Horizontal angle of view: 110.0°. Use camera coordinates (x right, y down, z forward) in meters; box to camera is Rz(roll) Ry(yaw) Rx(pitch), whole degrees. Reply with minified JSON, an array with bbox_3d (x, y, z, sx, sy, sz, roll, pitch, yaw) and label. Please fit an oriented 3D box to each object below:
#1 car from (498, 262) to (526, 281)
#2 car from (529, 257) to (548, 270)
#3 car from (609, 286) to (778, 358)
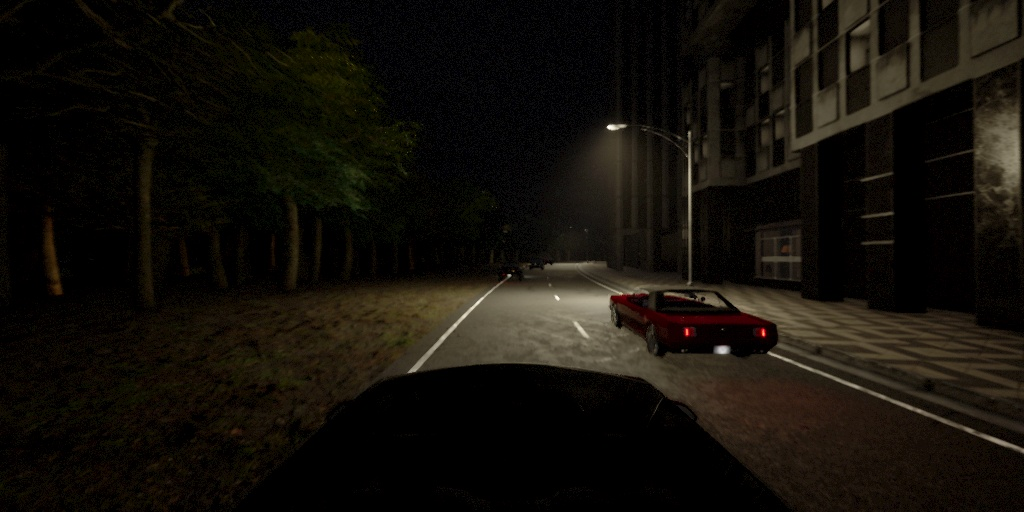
[{"bbox_3d":[-0.006,1.212,29.532,1.837,1.490,4.892,0,0,5],"label":"car"},{"bbox_3d":[3.405,1.172,49.038,2.033,1.411,5.357,0,0,9],"label":"car"},{"bbox_3d":[3.717,1.352,8.474,1.895,1.301,4.718,0,0,1],"label":"car"}]
